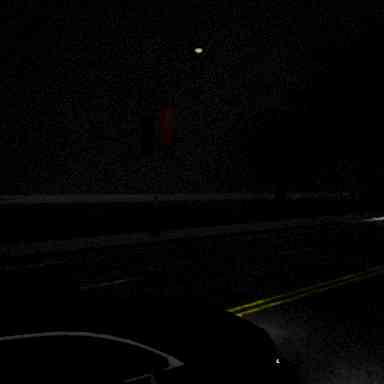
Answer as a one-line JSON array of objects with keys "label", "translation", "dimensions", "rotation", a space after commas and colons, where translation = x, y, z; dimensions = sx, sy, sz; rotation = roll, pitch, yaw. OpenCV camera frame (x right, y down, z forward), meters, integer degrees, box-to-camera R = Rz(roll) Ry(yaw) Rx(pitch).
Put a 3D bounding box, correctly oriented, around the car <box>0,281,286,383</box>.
[{"label": "car", "translation": [-1.354, 1.503, 2.473], "dimensions": [4.892, 1.490, 1.837], "rotation": [0, 0, -36]}]
